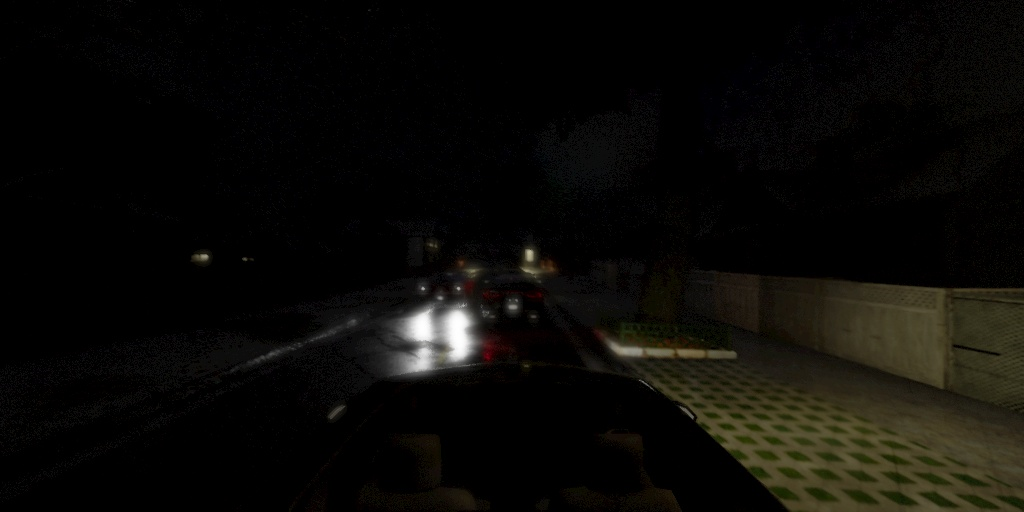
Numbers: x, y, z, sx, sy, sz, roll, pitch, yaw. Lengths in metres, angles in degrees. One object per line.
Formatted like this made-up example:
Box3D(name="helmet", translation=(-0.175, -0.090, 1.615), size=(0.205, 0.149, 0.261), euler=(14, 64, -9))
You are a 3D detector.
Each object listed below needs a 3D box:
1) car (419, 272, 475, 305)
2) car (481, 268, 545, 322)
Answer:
Box3D(name="car", translation=(-2.876, 1.407, 16.640), size=(1.895, 1.301, 4.718), euler=(0, 0, 0))
Box3D(name="car", translation=(0.039, 1.264, 12.420), size=(1.882, 1.535, 5.008), euler=(0, 0, 0))
